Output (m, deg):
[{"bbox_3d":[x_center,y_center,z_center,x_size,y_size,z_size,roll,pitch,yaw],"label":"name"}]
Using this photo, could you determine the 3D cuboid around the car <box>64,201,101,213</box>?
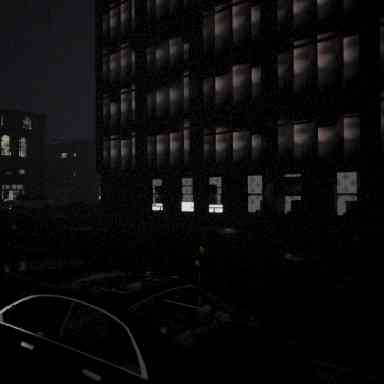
[{"bbox_3d":[-12.191,1.683,37.295,1.802,1.307,4.206,-1,-1,36],"label":"car"}]

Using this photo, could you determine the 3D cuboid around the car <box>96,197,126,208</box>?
[{"bbox_3d":[-12.407,1.643,51.201,1.967,1.590,4.097,-1,-1,36],"label":"car"}]

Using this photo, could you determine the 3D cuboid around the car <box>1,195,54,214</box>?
[{"bbox_3d":[-18.746,1.338,38.215,2.150,2.045,5.566,0,0,36],"label":"car"}]

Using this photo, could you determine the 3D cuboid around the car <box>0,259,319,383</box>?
[{"bbox_3d":[-0.982,1.551,3.579,4.403,1.369,2.008,0,0,35],"label":"car"}]
